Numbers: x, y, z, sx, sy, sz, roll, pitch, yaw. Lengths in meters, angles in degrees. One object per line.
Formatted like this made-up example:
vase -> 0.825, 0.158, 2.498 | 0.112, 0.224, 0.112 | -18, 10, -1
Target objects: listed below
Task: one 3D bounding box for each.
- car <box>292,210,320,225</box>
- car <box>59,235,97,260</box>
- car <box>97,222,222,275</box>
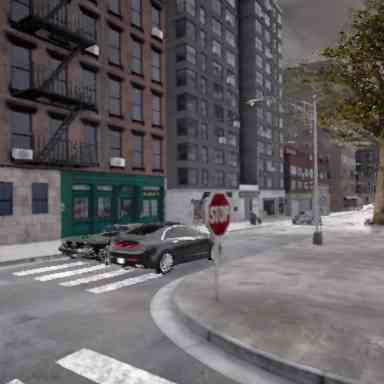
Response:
car -> 11.984, 2.680, 34.938 | 1.812, 1.442, 4.674 | -1, -2, 35
car -> -2.906, 1.995, 13.630 | 1.895, 1.301, 4.718 | -1, -2, 35
car -> -0.721, 1.841, 11.795 | 1.837, 1.490, 4.892 | -1, -2, 35
